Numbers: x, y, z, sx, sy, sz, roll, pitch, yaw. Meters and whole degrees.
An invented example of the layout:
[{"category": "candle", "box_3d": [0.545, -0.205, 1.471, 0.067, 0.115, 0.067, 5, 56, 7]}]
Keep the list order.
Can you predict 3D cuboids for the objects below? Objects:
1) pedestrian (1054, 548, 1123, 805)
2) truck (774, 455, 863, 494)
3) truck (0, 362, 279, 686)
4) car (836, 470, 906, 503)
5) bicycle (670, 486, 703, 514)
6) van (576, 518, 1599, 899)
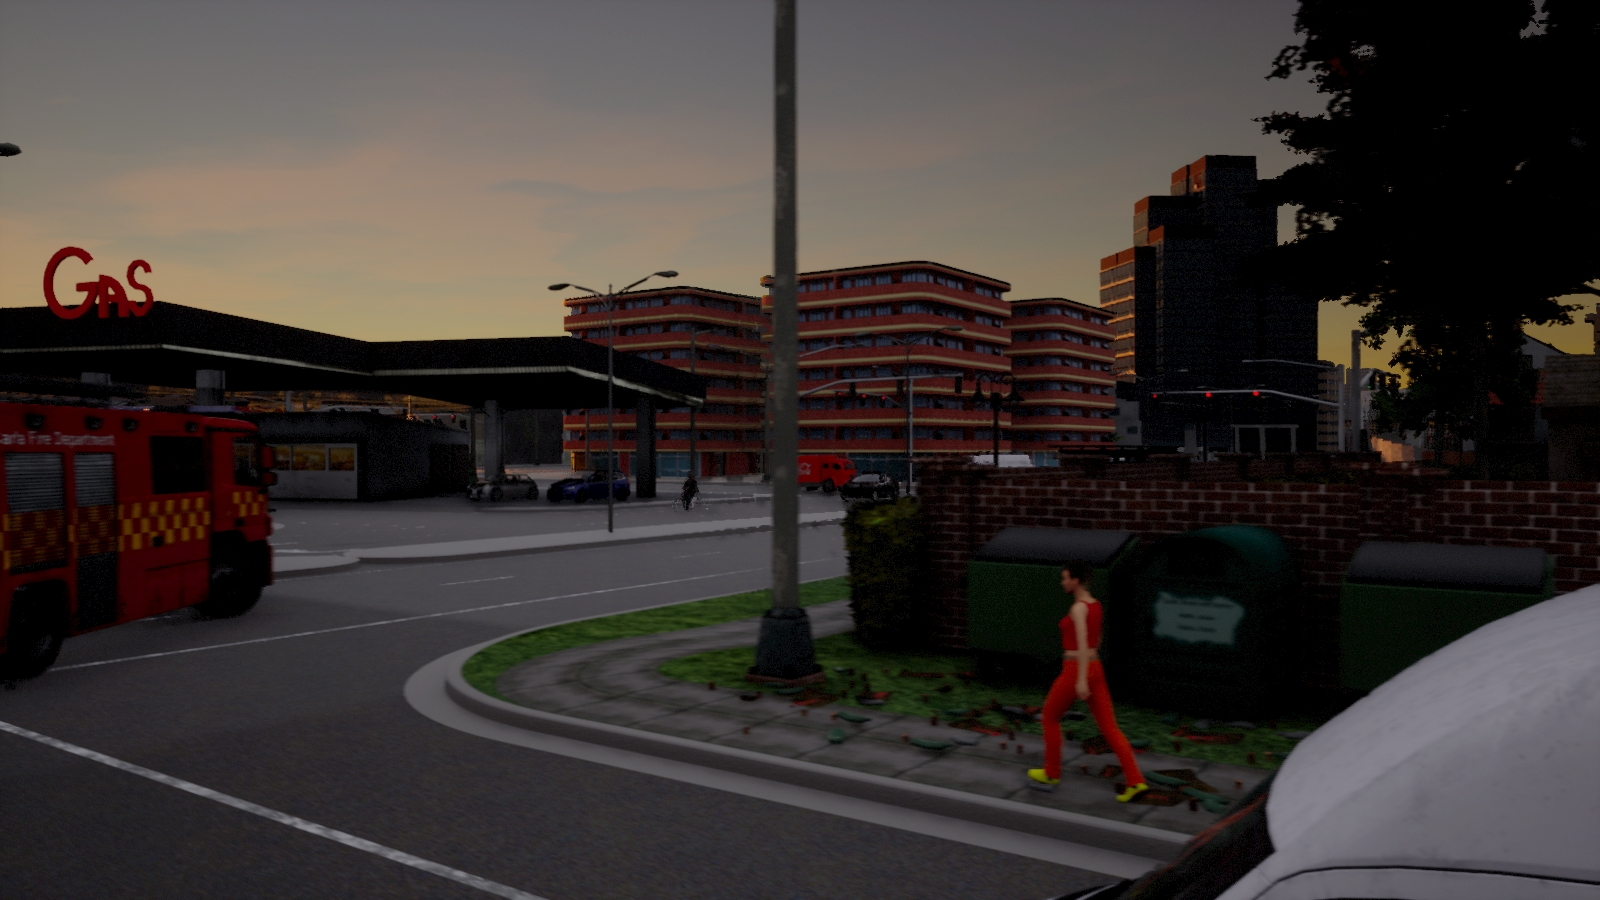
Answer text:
[{"category": "pedestrian", "box_3d": [2.196, 1.696, 8.707, 0.375, 1.860, 0.375, 0, 0, 43]}, {"category": "truck", "box_3d": [1.191, 1.580, 75.206, 5.204, 2.467, 2.627, -1, -1, 34]}, {"category": "truck", "box_3d": [-10.977, 0.890, 16.792, 2.891, 3.827, 8.468, 0, 0, -1]}, {"category": "car", "box_3d": [4.011, 1.983, 63.363, 2.097, 1.638, 5.238, 0, 0, 25]}, {"category": "bicycle", "box_3d": [-5.011, 2.198, 50.433, 0.329, 1.196, 1.835, 0, 0, 34]}, {"category": "van", "box_3d": [2.419, 1.531, 2.084, 5.915, 2.561, 1.988, -1, 0, 35]}]
